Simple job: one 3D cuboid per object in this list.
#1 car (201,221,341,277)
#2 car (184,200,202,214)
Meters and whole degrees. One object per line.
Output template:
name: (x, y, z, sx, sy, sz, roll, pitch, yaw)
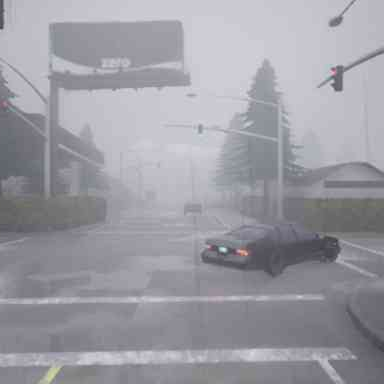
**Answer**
car: (2.722, 1.631, 10.555, 5.357, 1.411, 2.033, 1, -1, -42)
car: (0.094, 1.612, 36.794, 1.882, 1.535, 5.008, 0, 0, 0)
